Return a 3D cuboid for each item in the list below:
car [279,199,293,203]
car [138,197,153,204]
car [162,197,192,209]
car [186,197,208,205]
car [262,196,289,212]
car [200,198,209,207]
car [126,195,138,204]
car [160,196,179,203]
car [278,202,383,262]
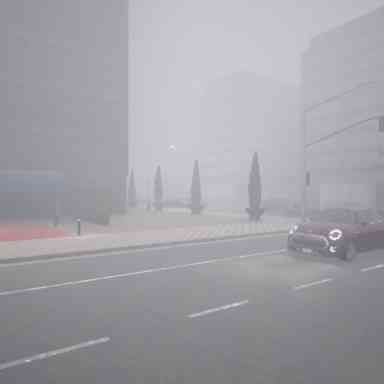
[{"bbox_3d":[10.278,1.599,29.094,1.895,1.301,4.718,0,0,-33],"label":"car"},{"bbox_3d":[-9.539,1.613,63.955,2.033,1.411,5.357,0,0,-35],"label":"car"},{"bbox_3d":[-1.801,1.545,46.591,2.033,1.411,5.357,0,0,-35],"label":"car"},{"bbox_3d":[0.895,1.561,61.402,1.994,1.385,4.181,0,0,-34],"label":"car"},{"bbox_3d":[9.822,1.350,36.057,2.097,1.767,4.553,0,0,-35],"label":"car"},{"bbox_3d":[0.469,1.475,49.459,1.882,1.535,5.008,0,0,-35],"label":"car"},{"bbox_3d":[-12.426,1.391,61.975,2.097,1.767,4.553,0,0,-35],"label":"car"},{"bbox_3d":[-4.763,1.598,69.567,1.895,1.301,4.718,0,0,-34],"label":"car"},{"bbox_3d":[5.601,1.351,12.299,4.553,1.767,2.097,0,0,-36],"label":"car"}]
